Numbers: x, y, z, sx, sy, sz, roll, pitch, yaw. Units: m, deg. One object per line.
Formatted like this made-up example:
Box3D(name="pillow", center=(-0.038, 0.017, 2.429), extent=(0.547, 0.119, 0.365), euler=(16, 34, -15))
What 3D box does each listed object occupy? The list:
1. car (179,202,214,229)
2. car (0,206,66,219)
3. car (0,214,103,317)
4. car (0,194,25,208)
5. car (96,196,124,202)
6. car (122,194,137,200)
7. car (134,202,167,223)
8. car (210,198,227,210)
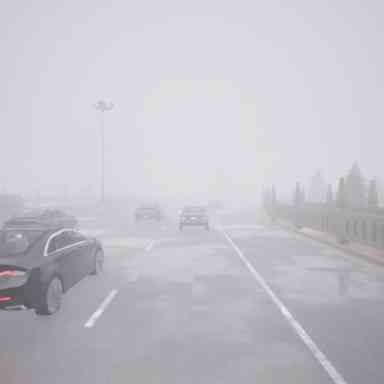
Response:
Box3D(name="car", center=(0.175, 1.548, 21.409), extent=(2.033, 1.411, 5.357), euler=(0, 0, 1))
Box3D(name="car", center=(-6.891, 1.506, 15.669), extent=(1.837, 1.490, 4.892), euler=(0, 0, 0))
Box3D(name="car", center=(-3.399, 1.492, 7.451), extent=(2.128, 1.511, 4.902), euler=(0, 0, 0))
Box3D(name="car", center=(-17.045, 1.223, 29.192), extent=(2.150, 2.045, 5.566), euler=(0, 0, 6))
Box3D(name="car", center=(-11.278, 1.549, 43.154), extent=(2.033, 1.411, 5.357), euler=(0, 0, 13))
Box3D(name="car", center=(-12.245, 1.094, 62.595), extent=(1.882, 1.535, 5.008), euler=(0, 0, 23))
Box3D(name="car", center=(-3.101, 1.492, 25.590), extent=(2.128, 1.511, 4.902), euler=(0, 0, 4))
Box3D(name="car", center=(3.167, 1.526, 42.388), extent=(1.812, 1.442, 4.674), euler=(0, 0, 14))
